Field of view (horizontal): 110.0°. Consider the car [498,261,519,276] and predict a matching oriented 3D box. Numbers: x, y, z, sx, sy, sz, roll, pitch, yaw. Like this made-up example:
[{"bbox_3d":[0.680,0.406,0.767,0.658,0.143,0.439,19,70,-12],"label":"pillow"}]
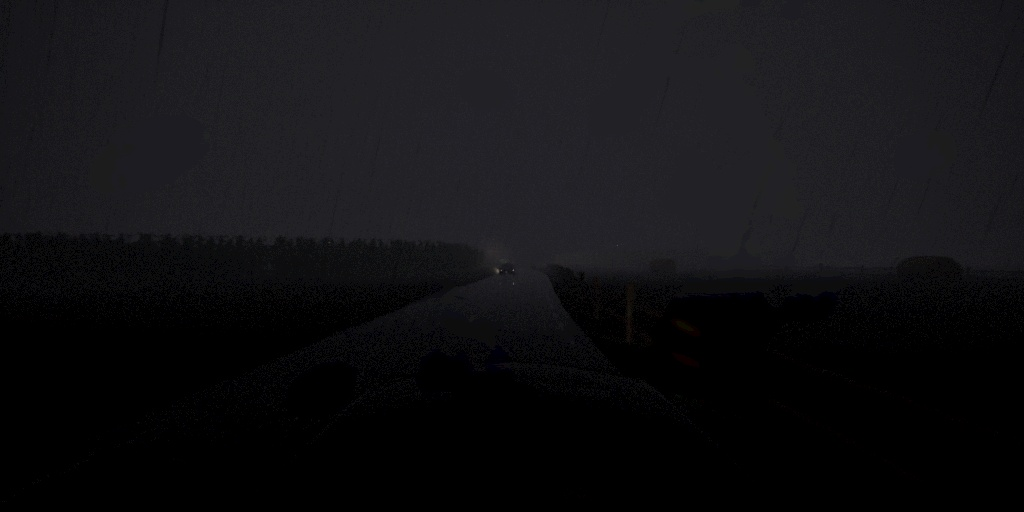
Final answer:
[{"bbox_3d":[-0.497,1.633,43.365,1.837,1.490,4.892,0,-1,4],"label":"car"}]
